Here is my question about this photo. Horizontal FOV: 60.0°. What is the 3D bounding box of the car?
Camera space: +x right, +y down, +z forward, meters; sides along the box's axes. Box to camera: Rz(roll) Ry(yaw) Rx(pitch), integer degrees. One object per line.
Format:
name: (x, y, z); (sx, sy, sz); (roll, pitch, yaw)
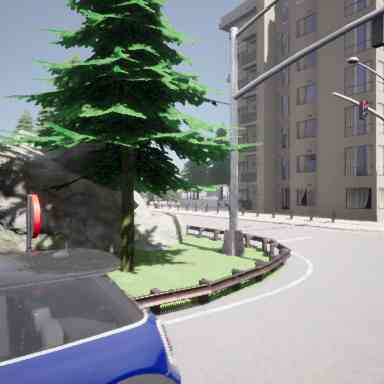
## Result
car: (-2.348, 1.352, 2.323); (4.553, 1.767, 2.097); (0, 0, -35)
